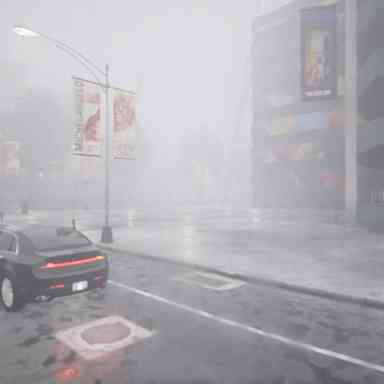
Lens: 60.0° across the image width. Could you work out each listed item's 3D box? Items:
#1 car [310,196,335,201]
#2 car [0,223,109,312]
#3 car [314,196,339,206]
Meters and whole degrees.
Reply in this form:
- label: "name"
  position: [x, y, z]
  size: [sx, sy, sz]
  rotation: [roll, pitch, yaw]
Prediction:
- label: "car"
  position: [16.384, 1.324, 42.284]
  size: [2.002, 1.452, 4.674]
  rotation: [0, 0, 44]
- label: "car"
  position: [-3.867, 1.507, 7.859]
  size: [4.892, 1.490, 1.837]
  rotation: [0, 0, 43]
- label: "car"
  position: [21.832, 1.419, 53.949]
  size: [2.161, 1.482, 4.786]
  rotation: [0, 0, 44]
